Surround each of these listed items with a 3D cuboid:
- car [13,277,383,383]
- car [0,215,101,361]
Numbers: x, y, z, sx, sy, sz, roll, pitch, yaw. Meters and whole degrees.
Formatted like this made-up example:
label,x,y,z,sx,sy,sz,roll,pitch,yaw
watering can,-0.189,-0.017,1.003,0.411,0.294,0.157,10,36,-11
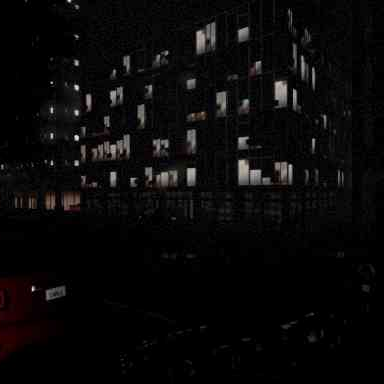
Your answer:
label,x,y,z,sx,sy,sz,roll,pitch,yaw
car,0.889,1.566,2.243,4.313,1.339,1.947,0,0,36
car,-3.607,1.315,5.452,5.009,1.841,2.192,0,0,36
